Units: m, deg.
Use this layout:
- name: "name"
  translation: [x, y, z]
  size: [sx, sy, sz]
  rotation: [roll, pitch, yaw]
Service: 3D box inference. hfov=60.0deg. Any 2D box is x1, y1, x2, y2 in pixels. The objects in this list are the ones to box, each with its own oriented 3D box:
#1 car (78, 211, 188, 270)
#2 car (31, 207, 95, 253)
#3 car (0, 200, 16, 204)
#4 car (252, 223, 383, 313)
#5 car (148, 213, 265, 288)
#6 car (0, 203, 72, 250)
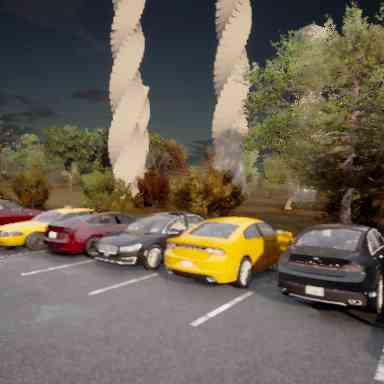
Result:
- name: "car"
  translation: [-0.912, 1.428, 11.032]
  size: [2.231, 1.521, 4.892]
  rotation: [1, 0, 36]
- name: "car"
  translation: [-3.136, 1.433, 12.651]
  size: [2.163, 1.488, 4.792]
  rotation: [1, 0, 36]
- name: "car"
  translation: [-9.891, 1.182, 17.407]
  size: [2.185, 1.767, 4.553]
  rotation: [1, 1, 36]
- name: "car"
  translation: [3.561, 1.472, 7.818]
  size: [2.231, 1.521, 4.892]
  rotation: [0, 0, 36]
- name: "car"
  translation: [1.320, 1.450, 9.421]
  size: [2.097, 1.535, 5.008]
  rotation: [1, 0, 36]
- name: "car"
  translation: [-5.506, 1.371, 14.082]
  size: [1.946, 1.575, 5.366]
  rotation: [1, 0, 36]
